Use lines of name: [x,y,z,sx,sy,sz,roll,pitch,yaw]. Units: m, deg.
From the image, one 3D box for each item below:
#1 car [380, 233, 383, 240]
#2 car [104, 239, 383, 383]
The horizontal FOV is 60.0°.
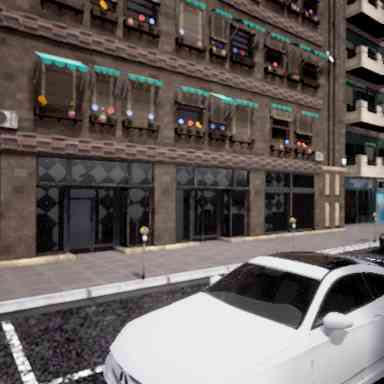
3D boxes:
car: [9.110,1.673,13.051,4.313,1.339,1.947,0,0,-35]
car: [1.290,1.551,4.170,4.674,1.442,1.812,0,0,-35]
